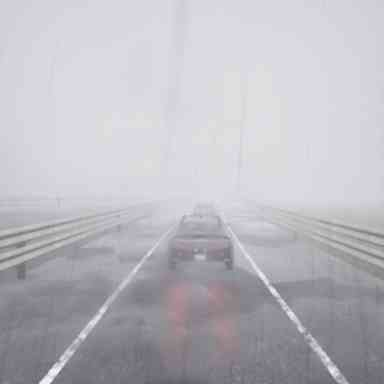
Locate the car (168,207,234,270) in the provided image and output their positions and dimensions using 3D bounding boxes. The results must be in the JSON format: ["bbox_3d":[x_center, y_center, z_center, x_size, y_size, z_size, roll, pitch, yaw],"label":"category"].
[{"bbox_3d":[0.296,1.479,11.033,2.128,1.511,4.902,0,0,2],"label":"car"}]

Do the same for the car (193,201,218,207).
[{"bbox_3d":[1.085,1.455,27.901,2.128,1.511,4.902,0,0,4],"label":"car"}]
